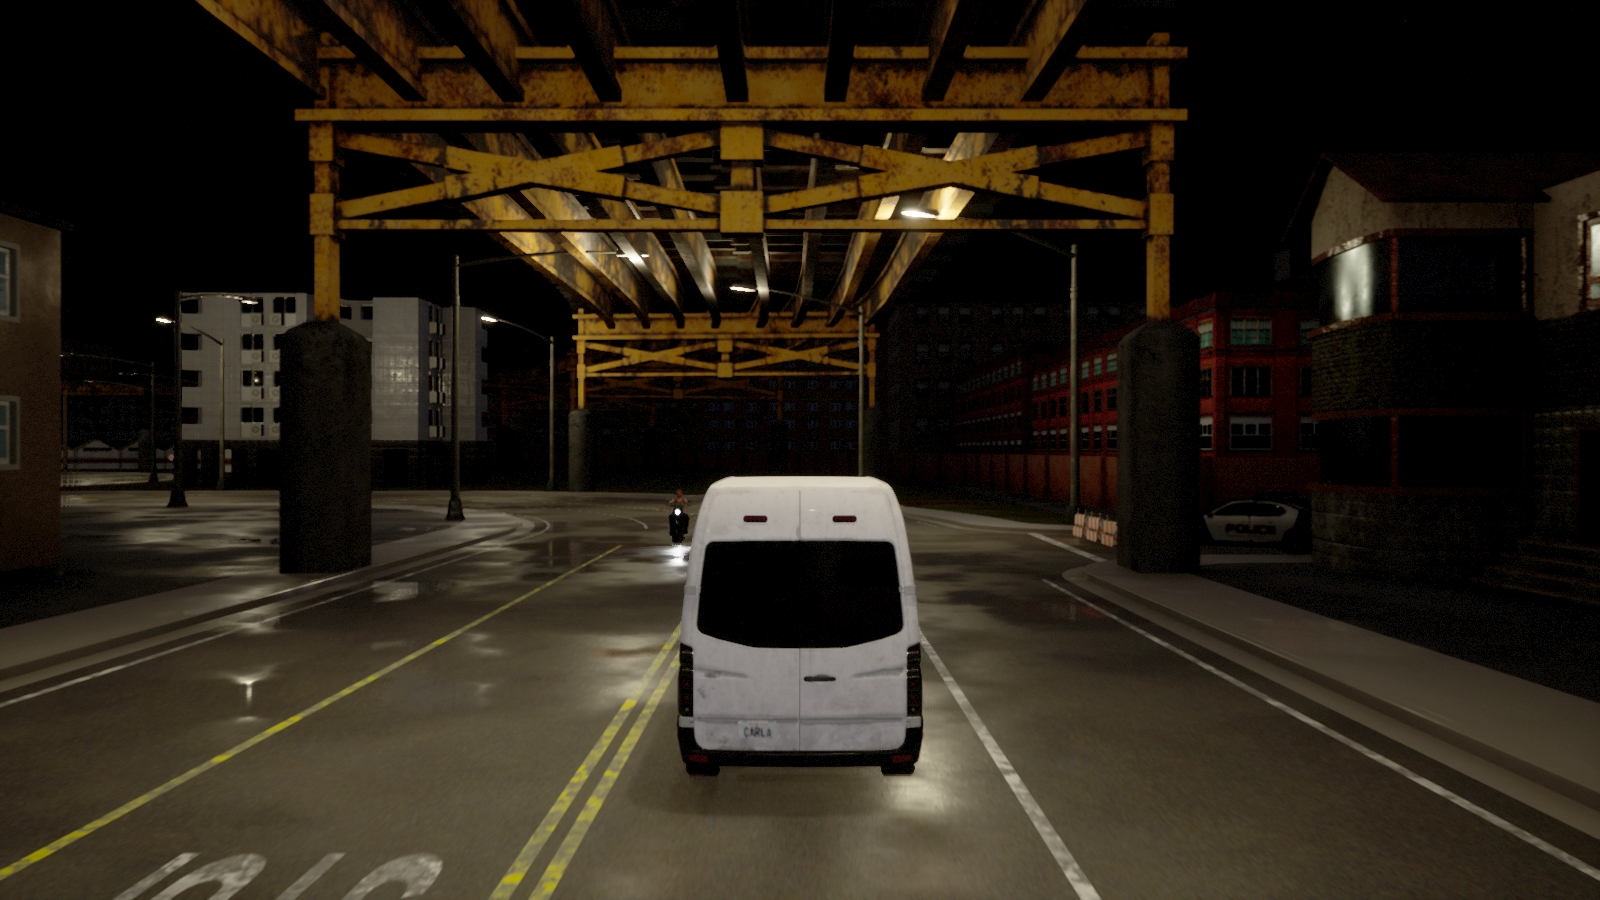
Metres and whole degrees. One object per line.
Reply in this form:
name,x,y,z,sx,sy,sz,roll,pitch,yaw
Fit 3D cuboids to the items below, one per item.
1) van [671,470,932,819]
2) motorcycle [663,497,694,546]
van,0.011,1.537,11.684,1.988,2.561,5.915,0,0,0
motorcycle,-3.678,2.150,34.748,0.764,1.332,2.356,0,0,-2
